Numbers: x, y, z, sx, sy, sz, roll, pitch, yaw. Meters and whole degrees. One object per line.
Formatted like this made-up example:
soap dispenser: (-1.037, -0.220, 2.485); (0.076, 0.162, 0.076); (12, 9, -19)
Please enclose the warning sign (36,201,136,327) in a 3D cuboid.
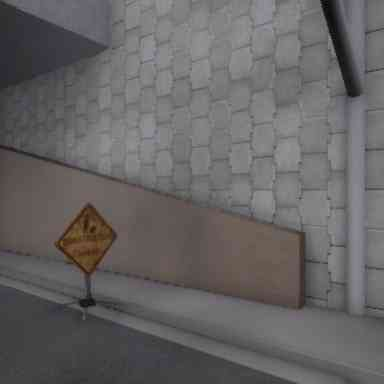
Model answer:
warning sign: (-1.840, 1.115, 5.858); (1.060, 1.860, 1.300); (0, 0, 36)
